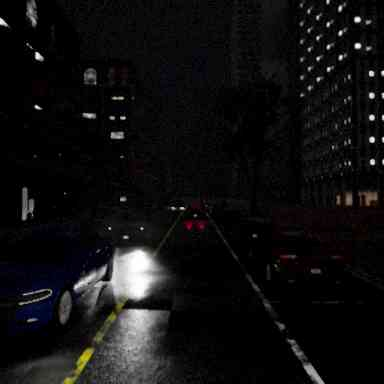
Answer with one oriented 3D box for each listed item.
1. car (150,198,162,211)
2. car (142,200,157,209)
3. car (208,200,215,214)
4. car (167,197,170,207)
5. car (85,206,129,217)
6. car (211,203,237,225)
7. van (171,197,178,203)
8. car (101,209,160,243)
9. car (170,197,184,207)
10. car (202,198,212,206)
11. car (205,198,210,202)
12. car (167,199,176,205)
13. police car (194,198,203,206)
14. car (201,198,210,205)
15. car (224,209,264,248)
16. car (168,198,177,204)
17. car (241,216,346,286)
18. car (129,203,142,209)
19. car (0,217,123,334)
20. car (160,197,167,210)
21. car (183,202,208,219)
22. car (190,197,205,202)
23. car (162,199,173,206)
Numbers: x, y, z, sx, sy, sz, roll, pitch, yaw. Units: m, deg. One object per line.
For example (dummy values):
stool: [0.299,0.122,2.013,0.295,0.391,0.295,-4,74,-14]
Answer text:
car: [-5.381,1.924,42.897,1.752,1.417,4.829,1,-1,0]
car: [-5.420,1.913,37.498,1.947,1.339,4.313,1,-1,0]
car: [2.962,1.885,37.608,1.752,1.417,4.829,1,-1,0]
car: [-5.217,1.932,65.345,2.192,1.841,5.009,1,-1,0]
car: [-5.539,1.754,20.790,1.947,1.339,4.313,1,-1,0]
car: [2.881,1.803,26.298,2.008,1.369,4.403,1,-1,0]
van: [-5.019,2.232,93.193,1.690,1.788,3.998,1,-1,0]
car: [-2.977,1.759,17.232,1.895,1.301,4.718,0,-1,1]
car: [-2.589,2.078,62.886,1.882,1.535,5.008,0,-1,1]
car: [3.200,2.122,70.853,1.967,1.590,4.097,1,-1,0]
car: [3.080,2.070,54.145,2.008,1.369,4.403,1,-1,0]
car: [-5.102,2.346,82.051,1.947,1.339,4.313,1,-1,0]
police car: [1.335,2.111,71.511,1.930,1.638,5.238,0,-1,0]
car: [3.280,2.232,81.992,1.967,1.590,4.097,1,-1,0]
car: [2.801,1.697,15.159,2.008,1.369,4.403,1,-1,0]
car: [-5.062,2.386,87.621,2.008,1.369,4.403,1,-1,0]
car: [2.761,1.639,9.590,1.887,1.381,4.507,1,-1,0]
car: [-5.499,1.792,26.359,2.008,1.369,4.403,1,-1,0]
car: [-3.053,1.542,7.258,1.882,1.535,5.008,0,-1,0]
car: [-5.336,1.770,48.639,2.192,1.841,5.009,1,-1,0]
car: [0.325,1.913,33.008,1.895,1.301,4.718,0,-1,0]
car: [0.419,1.915,46.017,1.882,1.535,5.008,0,0,1]
car: [-5.181,2.216,70.913,1.887,1.381,4.507,1,-1,0]
